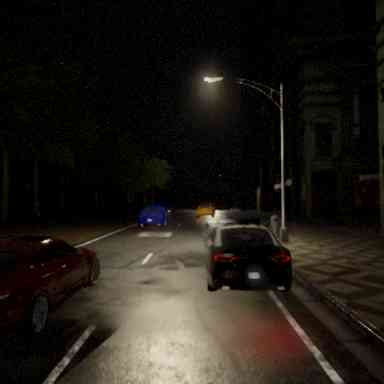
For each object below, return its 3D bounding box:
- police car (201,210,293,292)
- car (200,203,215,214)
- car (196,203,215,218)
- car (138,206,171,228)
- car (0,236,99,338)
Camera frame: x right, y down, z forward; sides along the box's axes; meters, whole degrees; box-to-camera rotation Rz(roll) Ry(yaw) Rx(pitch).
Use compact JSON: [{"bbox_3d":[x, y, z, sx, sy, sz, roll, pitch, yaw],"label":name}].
[{"bbox_3d":[1.327,1.528,9.387,1.930,1.638,5.238,0,-1,1],"label":"police car"},{"bbox_3d":[2.277,2.330,47.355,1.882,1.535,5.008,0,-2,6],"label":"car"},{"bbox_3d":[1.553,2.054,37.210,1.882,1.535,5.008,0,-1,5],"label":"car"},{"bbox_3d":[-2.712,1.792,24.777,1.882,1.535,5.008,0,-1,3],"label":"car"},{"bbox_3d":[-3.314,1.602,6.640,1.812,1.442,4.674,0,-1,1],"label":"car"}]
